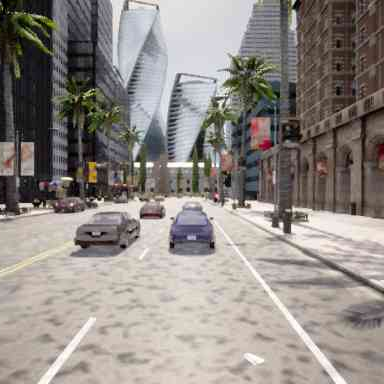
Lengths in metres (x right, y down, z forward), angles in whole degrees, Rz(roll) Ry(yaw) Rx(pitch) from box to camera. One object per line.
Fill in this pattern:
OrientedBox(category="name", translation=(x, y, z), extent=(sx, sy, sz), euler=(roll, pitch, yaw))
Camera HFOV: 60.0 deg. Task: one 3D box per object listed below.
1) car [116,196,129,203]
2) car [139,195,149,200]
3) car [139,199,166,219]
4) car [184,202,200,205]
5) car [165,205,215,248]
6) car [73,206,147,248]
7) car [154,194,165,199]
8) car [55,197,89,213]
OrientedBox(category="car", translation=(-13.925, 1.480, 66.652), extent=(2.231, 1.521, 4.892), euler=(0, 0, -1))
OrientedBox(category="car", translation=(-10.940, 1.414, 76.103), extent=(1.882, 1.535, 5.008), euler=(0, 0, -1))
OrientedBox(category="car", translation=(-3.466, 1.570, 29.646), extent=(1.994, 1.385, 4.181), euler=(0, 0, 0))
OrientedBox(category="car", translation=(0.033, 1.563, 29.633), extent=(2.033, 1.411, 5.357), euler=(0, 0, 0))
OrientedBox(category="car", translation=(0.000, 1.533, 14.650), extent=(1.812, 1.442, 4.674), euler=(0, 0, 0))
OrientedBox(category="car", translation=(-3.500, 1.563, 14.650), extent=(2.033, 1.411, 5.357), euler=(0, 0, 0))
OrientedBox(category="car", translation=(-7.441, 1.291, 76.171), extent=(2.097, 1.767, 4.553), euler=(0, 0, -1))
OrientedBox(category="car", translation=(-13.619, 1.353, 37.278), extent=(2.185, 1.767, 4.553), euler=(0, 0, -1))
